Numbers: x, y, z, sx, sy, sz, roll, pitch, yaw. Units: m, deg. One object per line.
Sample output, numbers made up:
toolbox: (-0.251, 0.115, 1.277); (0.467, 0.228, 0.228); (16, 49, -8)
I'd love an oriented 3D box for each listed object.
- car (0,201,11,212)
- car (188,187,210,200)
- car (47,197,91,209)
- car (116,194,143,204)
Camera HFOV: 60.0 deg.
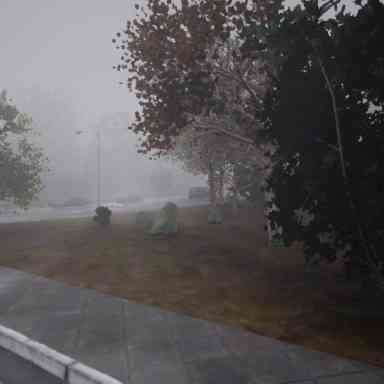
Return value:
car: (-22.141, 1.531, 35.548); (1.837, 1.490, 4.892); (0, 1, 39)
car: (1.660, 0.173, 53.625); (2.150, 2.045, 5.566); (0, 3, 38)
car: (-15.903, 1.354, 43.290); (2.033, 1.411, 5.357); (0, 2, 39)
car: (-9.619, 0.982, 51.069); (1.994, 1.385, 4.181); (0, 3, 39)
